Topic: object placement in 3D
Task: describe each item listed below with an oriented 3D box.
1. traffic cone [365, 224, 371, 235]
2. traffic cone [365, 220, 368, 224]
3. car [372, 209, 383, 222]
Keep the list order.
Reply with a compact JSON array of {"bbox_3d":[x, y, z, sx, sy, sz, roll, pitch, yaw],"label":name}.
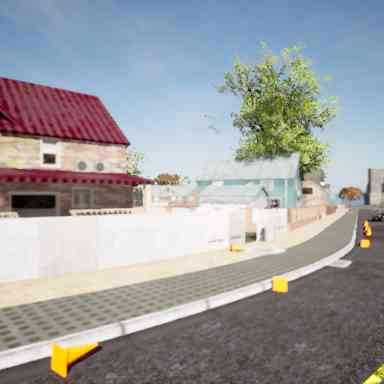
[{"bbox_3d":[11.848,2.583,22.227,0.340,0.580,0.340,0,-2,27],"label":"traffic cone"},{"bbox_3d":[14.101,2.735,26.689,0.340,0.580,0.340,0,-2,27],"label":"traffic cone"},{"bbox_3d":[22.327,2.701,38.831,2.128,1.511,4.902,0,-2,22],"label":"car"}]
